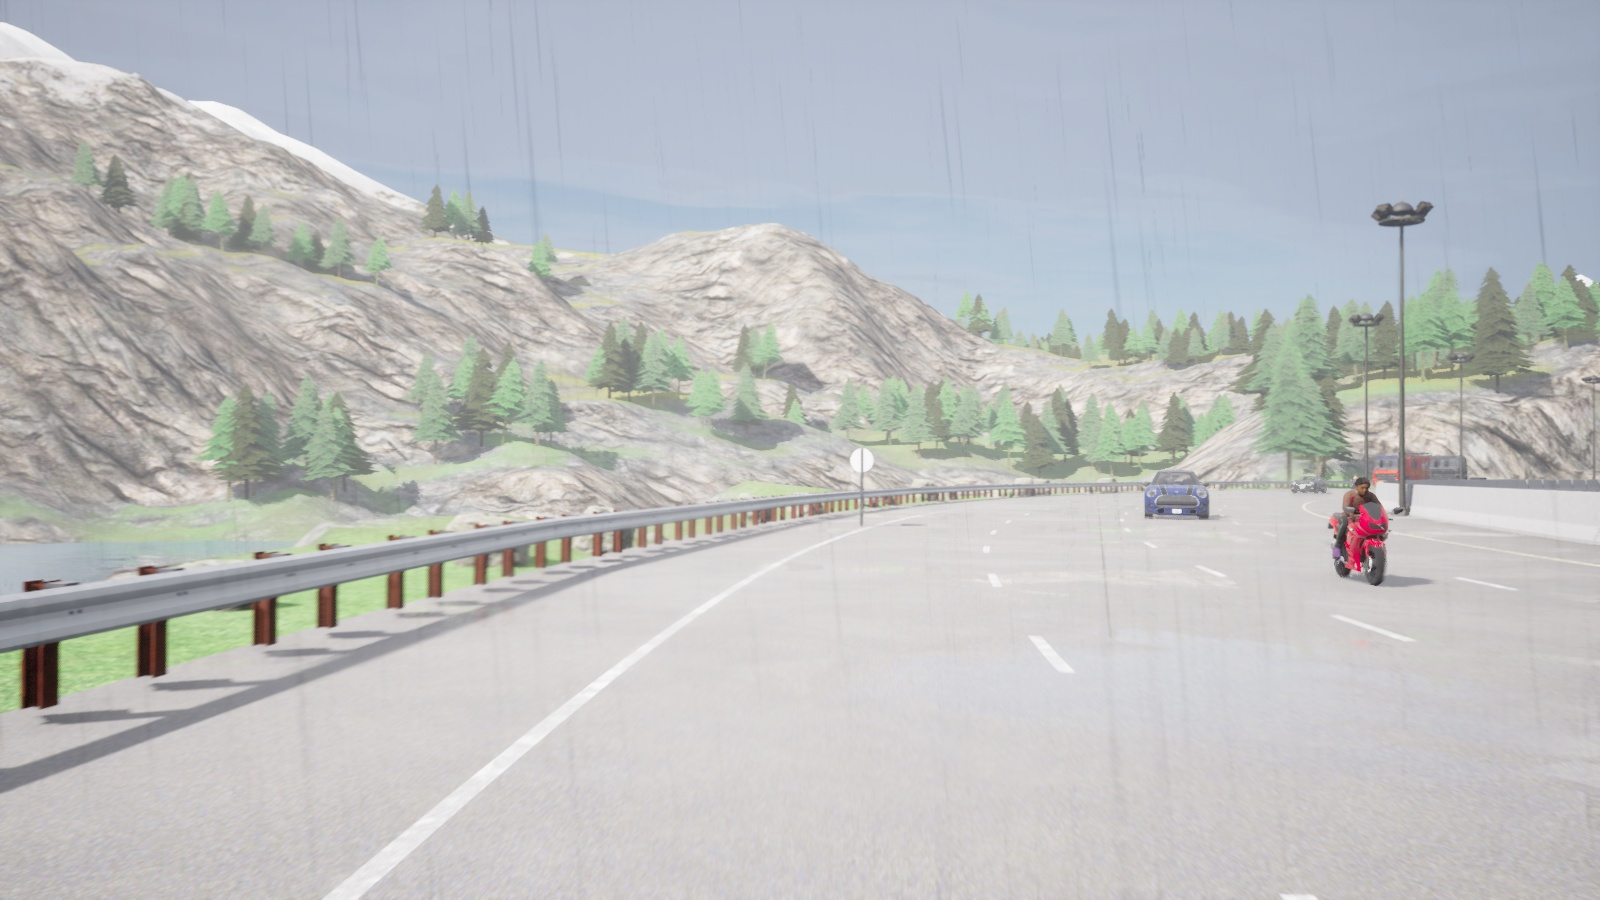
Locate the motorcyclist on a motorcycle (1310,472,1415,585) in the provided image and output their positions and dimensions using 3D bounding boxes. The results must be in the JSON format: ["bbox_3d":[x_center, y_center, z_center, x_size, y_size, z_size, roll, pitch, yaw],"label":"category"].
[{"bbox_3d":[8.073,1.084,18.127,0.797,1.523,2.044,1,-1,7],"label":"motorcyclist on a motorcycle"}]

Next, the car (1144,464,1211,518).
[{"bbox_3d":[13.024,1.374,43.539,2.097,1.767,4.553,0,-1,16],"label":"car"}]
